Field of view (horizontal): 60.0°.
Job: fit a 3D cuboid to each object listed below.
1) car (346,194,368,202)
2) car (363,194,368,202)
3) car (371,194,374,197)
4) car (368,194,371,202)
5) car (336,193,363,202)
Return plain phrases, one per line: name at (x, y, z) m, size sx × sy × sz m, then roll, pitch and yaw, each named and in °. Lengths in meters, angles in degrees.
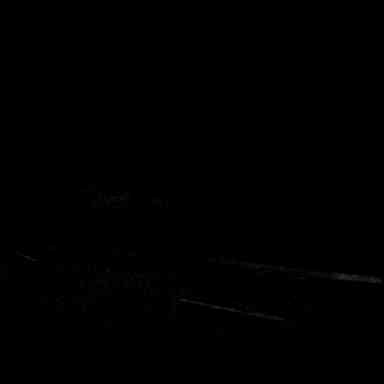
car at (40.246, 1.460, 81.179) m, size 4.553 × 1.767 × 2.185 m, roll 1°, pitch -1°, yaw 19°
car at (36.511, 1.167, 76.558) m, size 5.566 × 2.045 × 2.435 m, roll 1°, pitch -1°, yaw 19°
car at (41.975, 1.657, 83.518) m, size 5.366 × 1.575 × 1.946 m, roll 1°, pitch 0°, yaw 19°
car at (38.435, 1.253, 78.861) m, size 5.566 × 2.045 × 2.435 m, roll 1°, pitch -1°, yaw 19°
car at (34.678, 1.337, 74.225) m, size 4.892 × 1.521 × 2.231 m, roll 1°, pitch -1°, yaw 18°
